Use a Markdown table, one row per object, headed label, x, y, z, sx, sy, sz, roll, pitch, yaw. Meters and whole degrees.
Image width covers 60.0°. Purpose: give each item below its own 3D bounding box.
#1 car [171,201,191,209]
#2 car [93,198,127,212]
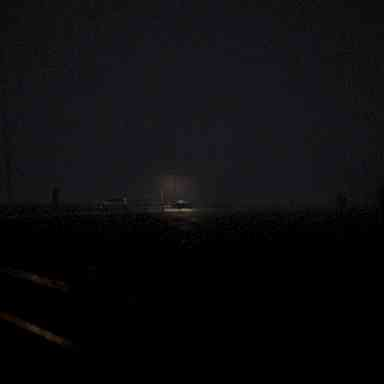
| label | x | y | z | sx | sy | sz | roll | pitch | yaw |
| --- | --- | --- | --- | --- | --- | --- | --- | --- | --- |
| car | -2.084 | 2.514 | 65.046 | 2.128 | 1.511 | 4.902 | 0 | -1 | 36 |
| car | -12.385 | 1.883 | 50.755 | 2.150 | 2.045 | 5.566 | 0 | -1 | 36 |
